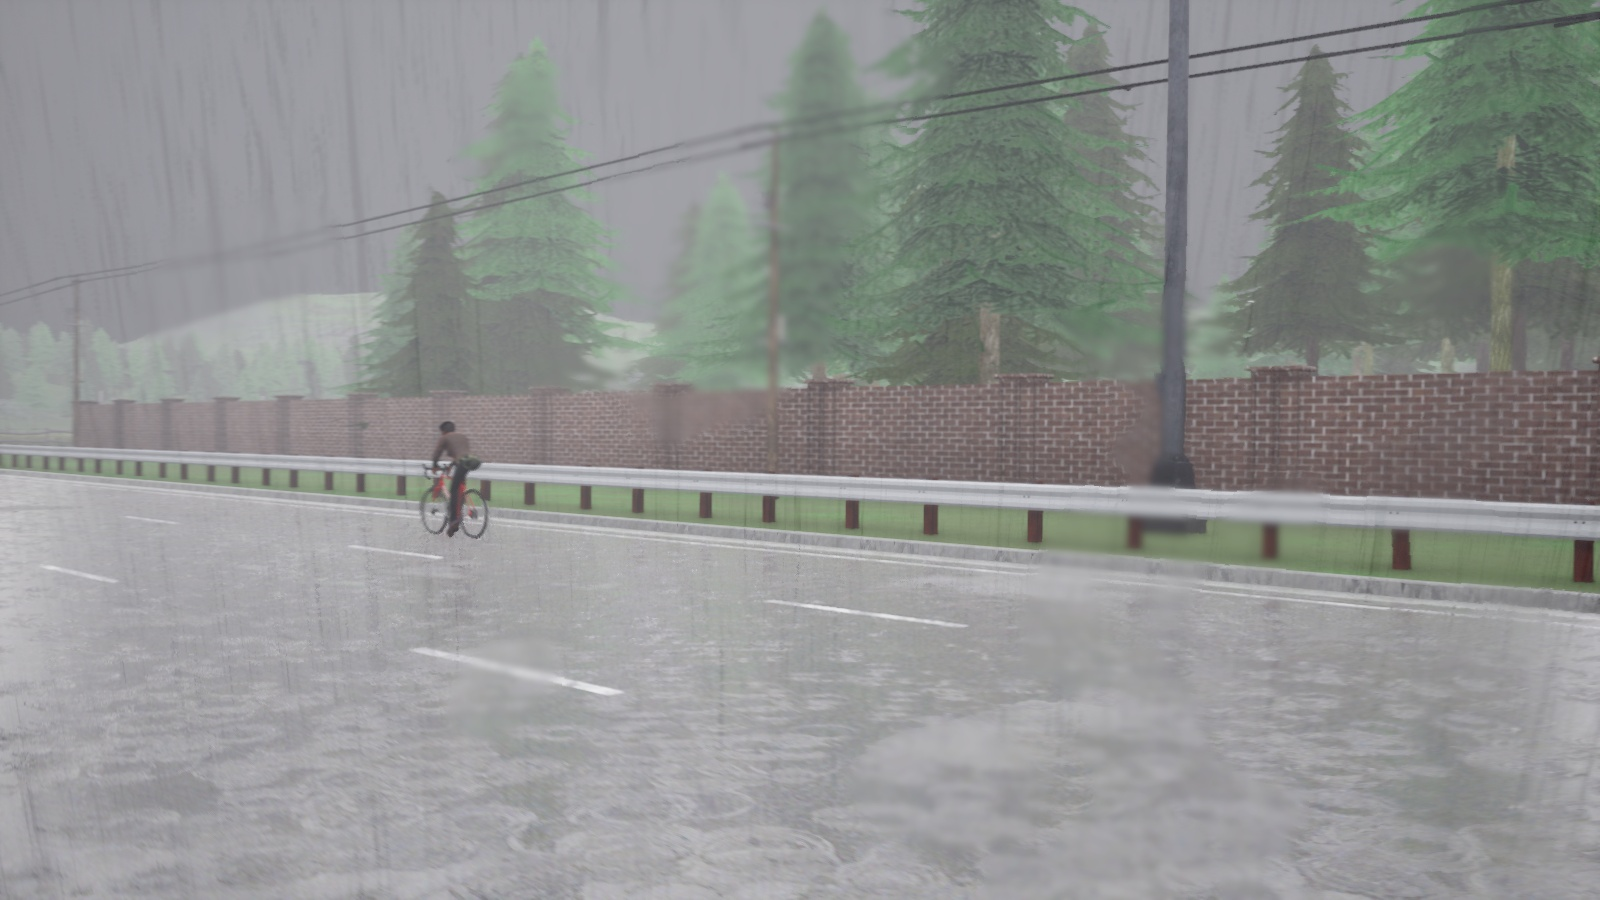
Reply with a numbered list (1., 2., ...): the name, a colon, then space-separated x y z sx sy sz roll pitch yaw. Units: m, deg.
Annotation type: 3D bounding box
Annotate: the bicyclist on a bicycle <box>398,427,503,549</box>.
1. bicyclist on a bicycle: -4.883 0.506 17.492 1.656 1.620 0.582 0 1 41
